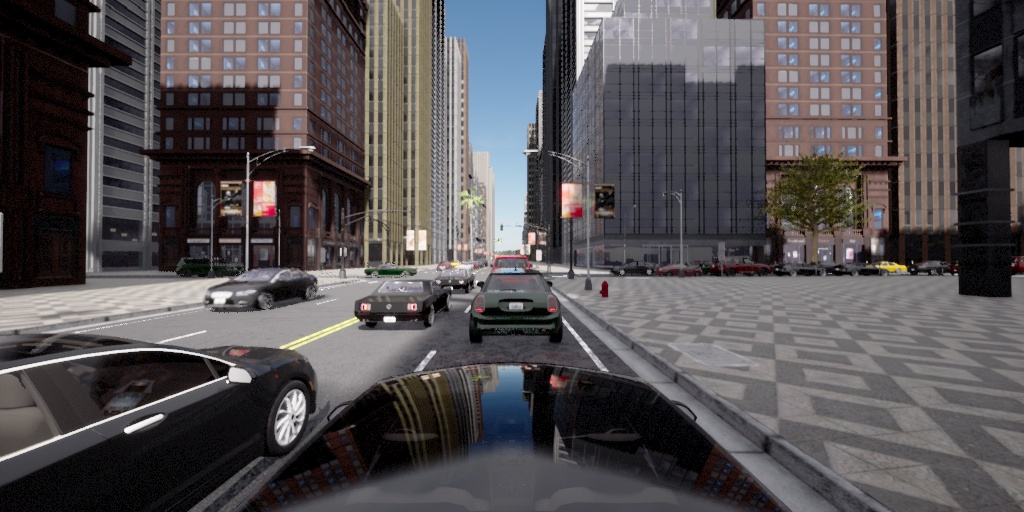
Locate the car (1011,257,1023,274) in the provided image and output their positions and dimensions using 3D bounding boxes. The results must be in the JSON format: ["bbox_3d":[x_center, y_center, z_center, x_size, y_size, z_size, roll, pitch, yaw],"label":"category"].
[{"bbox_3d":[49.077,0.963,33.476,5.009,1.841,2.192,0,0,-1],"label":"car"}]

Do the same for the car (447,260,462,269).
[{"bbox_3d":[-9.945,1.498,62.214,1.882,1.535,5.008,0,0,0],"label":"car"}]

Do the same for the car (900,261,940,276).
[{"bbox_3d":[42.519,1.216,35.992,4.674,1.442,1.812,0,-1,-1],"label":"car"}]

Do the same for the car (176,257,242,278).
[{"bbox_3d":[-29.191,1.164,34.795,5.566,2.045,2.150,0,-1,-1],"label":"car"}]

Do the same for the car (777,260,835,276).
[{"bbox_3d":[26.527,1.265,33.078,4.313,1.339,1.948,0,0,-1],"label":"car"}]

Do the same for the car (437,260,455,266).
[{"bbox_3d":[-9.947,1.485,53.077,1.812,1.442,4.674,0,0,-3],"label":"car"}]

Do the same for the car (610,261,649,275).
[{"bbox_3d":[13.027,1.313,38.616,4.892,1.490,1.837,0,-1,-1],"label":"car"}]

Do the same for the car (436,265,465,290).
[{"bbox_3d":[-3.191,1.381,20.675,1.895,1.301,4.718,0,0,0],"label":"car"}]

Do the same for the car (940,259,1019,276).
[{"bbox_3d":[43.439,1.203,33.377,4.507,1.381,1.888,0,0,-1],"label":"car"}]

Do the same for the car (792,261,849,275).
[{"bbox_3d":[33.424,1.273,38.969,4.674,1.442,1.812,0,-1,-1],"label":"car"}]

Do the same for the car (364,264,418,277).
[{"bbox_3d":[-11.663,1.452,34.888,4.718,1.301,1.895,0,0,-1],"label":"car"}]

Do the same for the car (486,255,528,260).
[{"bbox_3d":[-0.038,0.997,19.380,2.150,2.045,5.566,0,0,0],"label":"car"}]

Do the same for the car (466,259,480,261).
[{"bbox_3d":[-6.700,1.612,60.986,1.895,1.301,4.718,0,0,0],"label":"car"}]

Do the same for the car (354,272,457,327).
[{"bbox_3d":[-3.168,1.357,11.507,1.895,1.301,4.718,0,0,0],"label":"car"}]

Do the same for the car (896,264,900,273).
[{"bbox_3d":[43.125,1.282,41.897,4.829,1.417,1.751,0,0,-1],"label":"car"}]

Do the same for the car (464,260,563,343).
[{"bbox_3d":[0.080,1.106,9.860,2.097,1.767,4.553,0,0,0],"label":"car"}]

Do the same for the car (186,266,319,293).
[{"bbox_3d":[-9.852,1.253,14.554,2.128,1.511,4.902,0,0,0],"label":"car"}]

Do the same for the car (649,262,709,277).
[{"bbox_3d":[15.251,1.316,32.880,4.207,1.307,1.802,0,0,-1],"label":"car"}]

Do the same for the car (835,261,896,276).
[{"bbox_3d":[32.163,1.249,33.178,4.313,1.339,1.948,0,0,-1],"label":"car"}]

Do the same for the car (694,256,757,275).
[{"bbox_3d":[23.067,0.997,38.803,5.566,2.045,2.150,0,-1,-2],"label":"car"}]

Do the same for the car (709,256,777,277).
[{"bbox_3d":[20.890,1.030,32.979,5.009,1.841,2.192,0,0,-1],"label":"car"}]

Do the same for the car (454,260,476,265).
[{"bbox_3d":[-6.702,1.552,51.822,1.895,1.301,4.718,0,0,0],"label":"car"}]

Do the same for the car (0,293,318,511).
[{"bbox_3d":[-3.151,1.255,2.186,1.837,1.490,4.892,0,0,0],"label":"car"}]
